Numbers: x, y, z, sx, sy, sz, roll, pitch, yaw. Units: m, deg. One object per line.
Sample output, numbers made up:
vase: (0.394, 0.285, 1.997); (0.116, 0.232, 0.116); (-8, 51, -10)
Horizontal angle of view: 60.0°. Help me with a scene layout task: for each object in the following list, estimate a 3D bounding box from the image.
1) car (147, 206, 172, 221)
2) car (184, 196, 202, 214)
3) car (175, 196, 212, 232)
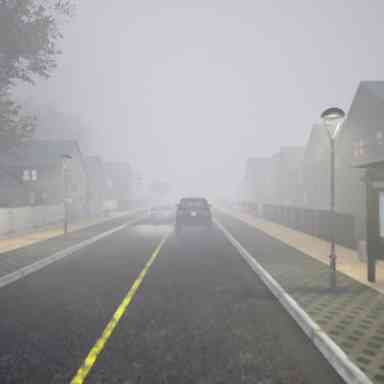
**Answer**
car: (-2.761, 1.866, 28.978); (1.895, 1.301, 4.718); (0, 0, 0)
car: (0.084, 1.544, 41.825); (2.150, 2.045, 5.566); (0, -1, 0)
car: (0.089, 1.359, 21.278); (2.150, 2.045, 5.566); (0, -1, 0)
